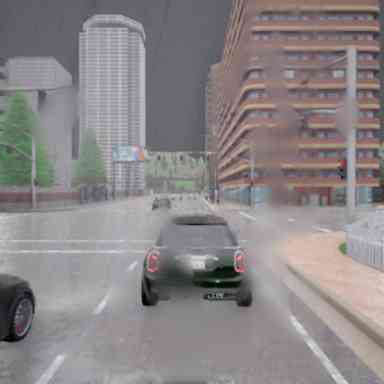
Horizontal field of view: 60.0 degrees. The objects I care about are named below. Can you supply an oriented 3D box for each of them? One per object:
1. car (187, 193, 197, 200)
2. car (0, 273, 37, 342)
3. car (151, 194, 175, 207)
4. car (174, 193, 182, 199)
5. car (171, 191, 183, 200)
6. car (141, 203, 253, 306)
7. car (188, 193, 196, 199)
[{"bbox_3d":[-0.010,1.069,76.465,1.812,1.442,4.674,0,0,0],"label":"car"},{"bbox_3d":[-3.426,1.505,3.445,1.812,1.442,4.674,0,0,0],"label":"car"},{"bbox_3d":[-3.406,1.269,38.032,2.128,1.511,4.902,0,0,0],"label":"car"},{"bbox_3d":[-3.511,0.979,85.464,1.837,1.490,4.892,0,0,0],"label":"car"},{"bbox_3d":[-3.510,0.774,75.640,2.150,2.045,5.566,0,0,0],"label":"car"},{"bbox_3d":[0.112,1.304,8.057,2.097,1.767,4.553,0,0,1],"label":"car"},{"bbox_3d":[-0.011,1.004,85.464,2.128,1.511,4.902,0,0,0],"label":"car"}]
